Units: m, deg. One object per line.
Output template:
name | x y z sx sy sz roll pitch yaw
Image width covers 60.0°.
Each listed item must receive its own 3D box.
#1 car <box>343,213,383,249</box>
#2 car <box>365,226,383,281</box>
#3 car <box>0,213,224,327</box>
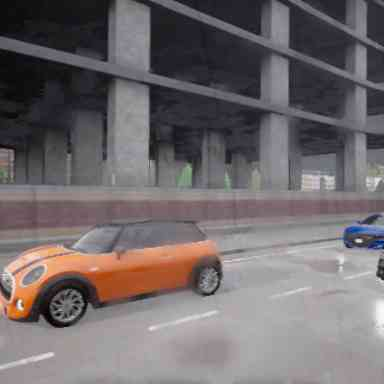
car | 8.547 1.659 14.440 5.008 1.535 1.882 1 0 -36
car | 6.711 1.689 8.796 4.181 1.385 1.994 1 -1 -36
car | -1.535 1.386 7.192 4.553 1.767 2.097 1 0 -36
